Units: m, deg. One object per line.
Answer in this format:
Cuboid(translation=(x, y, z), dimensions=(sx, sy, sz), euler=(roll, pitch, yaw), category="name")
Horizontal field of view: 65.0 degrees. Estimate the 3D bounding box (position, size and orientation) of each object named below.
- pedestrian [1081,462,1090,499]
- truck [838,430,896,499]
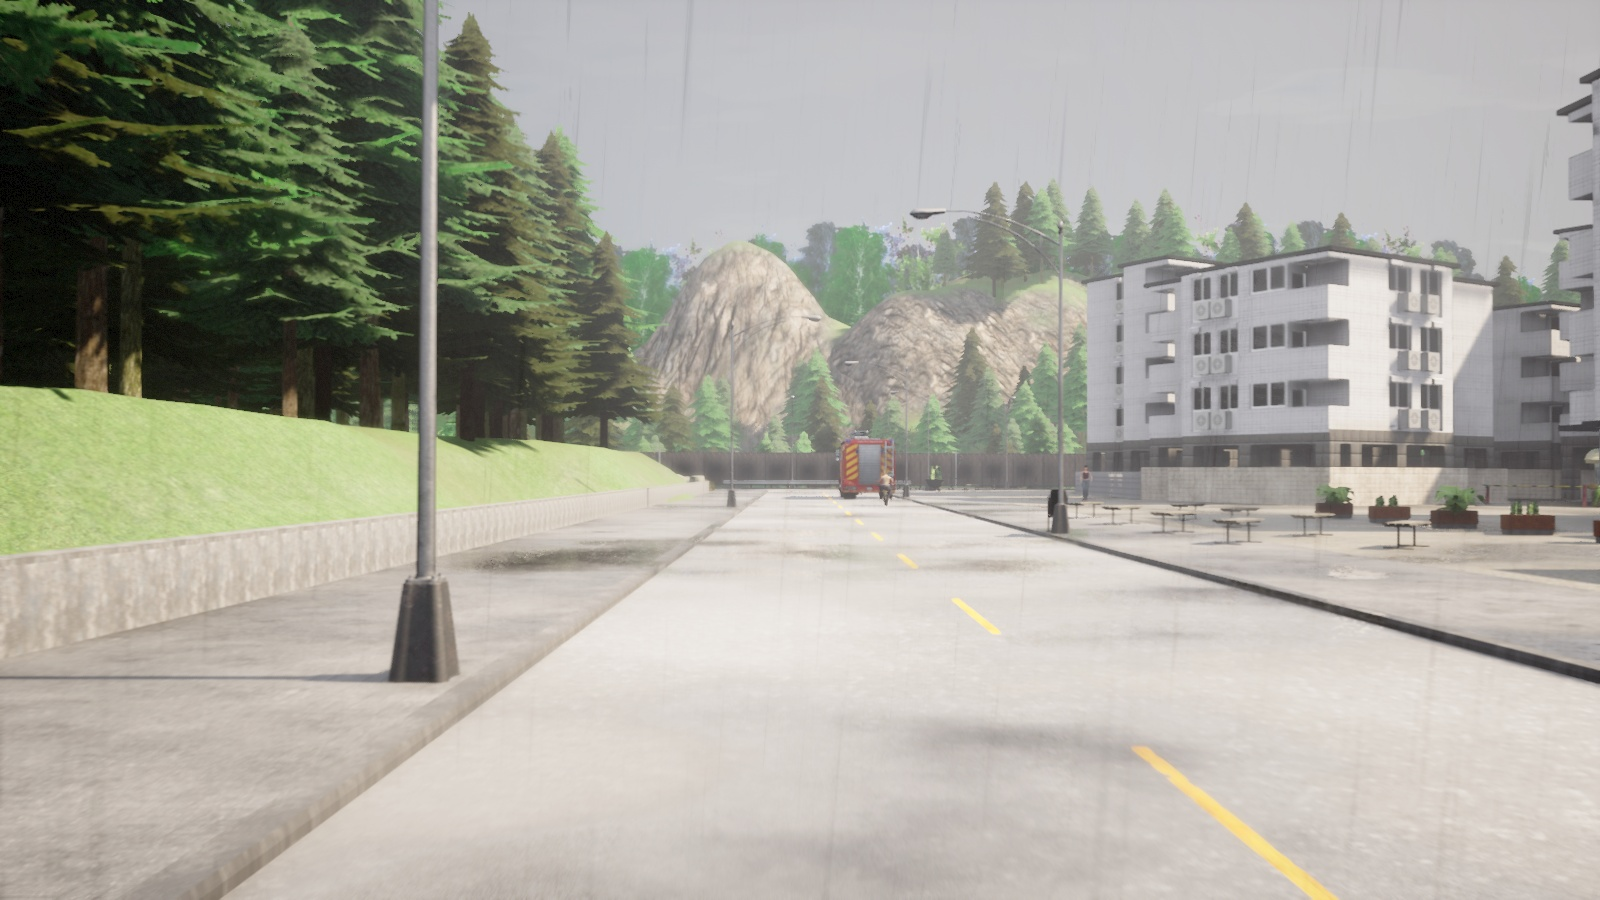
Cuboid(translation=(14.172, 1.512, 62.364), dimensions=(0.345, 1.836, 0.594), euler=(0, -1, 9), category="pedestrian")
Cuboid(translation=(3.825, 0.864, 73.433), dimensions=(2.891, 3.827, 8.468), euler=(0, -1, 0), category="truck")
